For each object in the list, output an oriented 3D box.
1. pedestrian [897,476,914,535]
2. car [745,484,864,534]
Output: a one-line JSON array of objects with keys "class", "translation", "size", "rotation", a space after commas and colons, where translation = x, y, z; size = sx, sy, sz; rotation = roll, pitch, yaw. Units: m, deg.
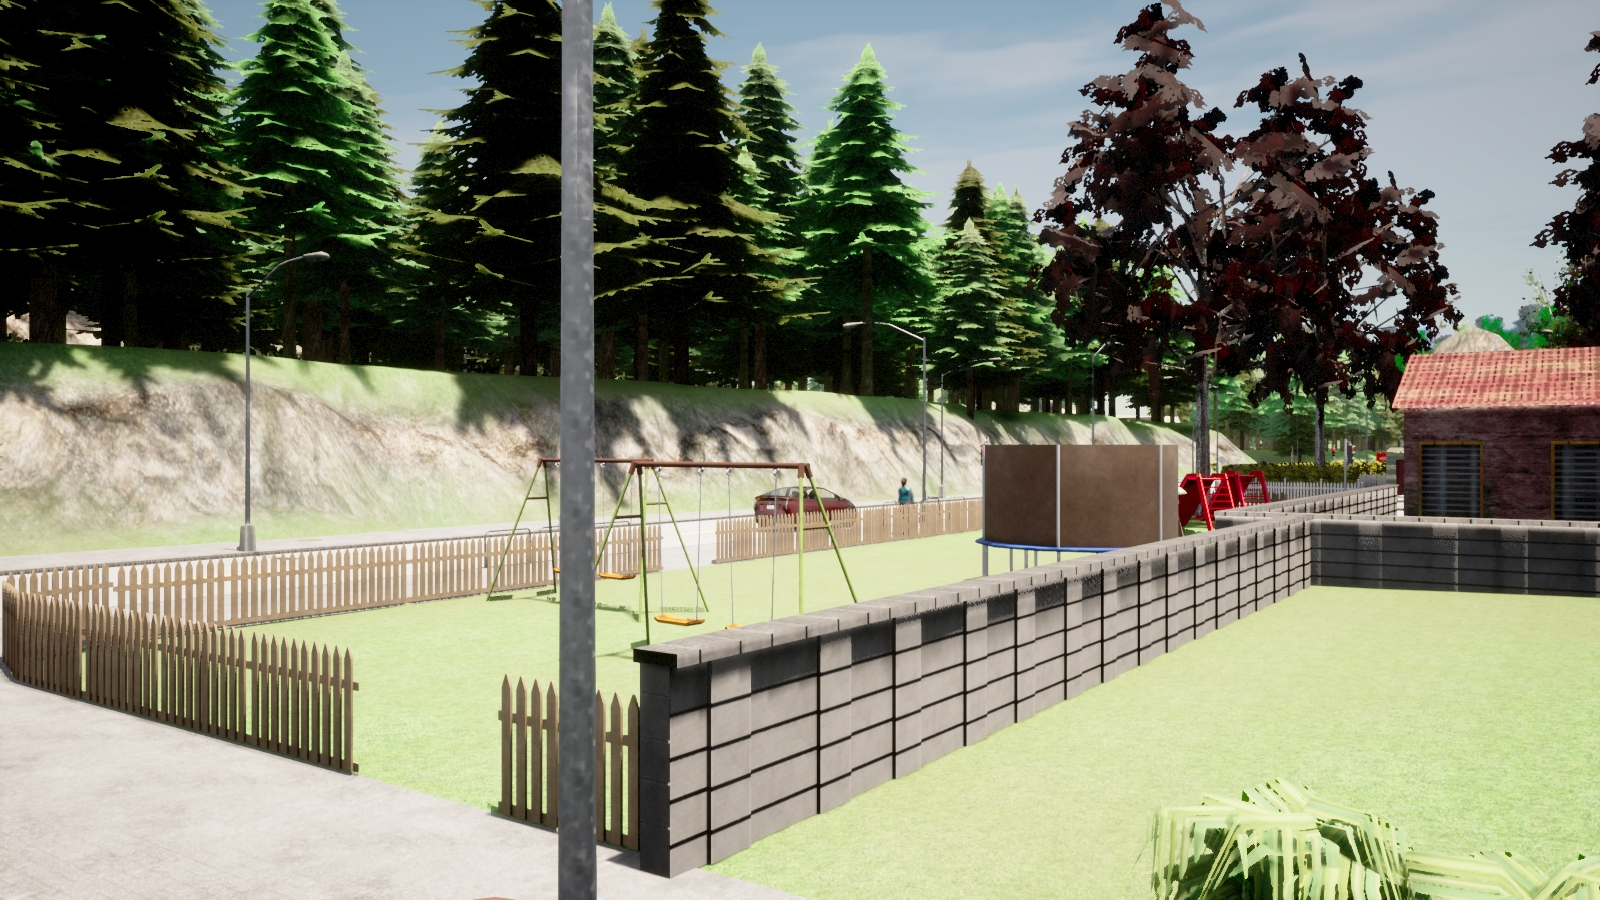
[{"class": "pedestrian", "translation": [3.338, 1.745, 36.137], "size": [0.375, 1.860, 0.375], "rotation": [0, 0, 35]}, {"class": "car", "translation": [0.223, 2.040, 40.660], "size": [2.007, 1.525, 4.514], "rotation": [0, 0, 35]}]
